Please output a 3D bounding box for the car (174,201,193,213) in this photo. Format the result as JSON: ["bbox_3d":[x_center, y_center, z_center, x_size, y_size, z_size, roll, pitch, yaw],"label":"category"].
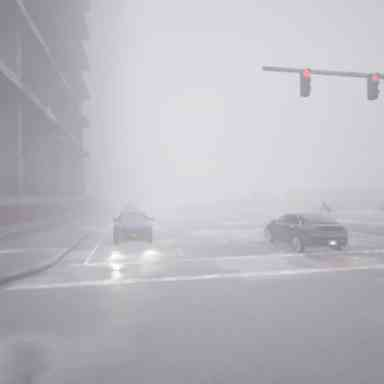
[{"bbox_3d":[-1.563,2.323,48.271,1.895,1.301,4.718,0,-1,-10],"label":"car"}]

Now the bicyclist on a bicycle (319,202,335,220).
[{"bbox_3d":[10.177,1.560,25.377,1.656,1.620,0.582,-1,-1,-11],"label":"bicyclist on a bicycle"}]

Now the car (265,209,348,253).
[{"bbox_3d":[4.790,1.654,14.607,1.837,1.490,4.892,0,-1,-9],"label":"car"}]

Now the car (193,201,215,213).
[{"bbox_3d":[1.956,2.253,48.480,1.994,1.385,4.181,0,-1,-10],"label":"car"}]

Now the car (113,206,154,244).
[{"bbox_3d":[-3.126,1.757,17.721,1.882,1.535,5.008,0,-1,-11],"label":"car"}]

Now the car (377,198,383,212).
[{"bbox_3d":[25.430,1.545,41.172,4.605,1.855,1.932,0,-1,-10],"label":"car"}]

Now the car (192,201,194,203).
[{"bbox_3d":[0.072,2.334,58.277,1.882,1.535,5.008,0,-1,-11],"label":"car"}]

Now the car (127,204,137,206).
[{"bbox_3d":[-5.525,2.060,30.573,1.994,1.385,4.181,0,-1,-11],"label":"car"}]
